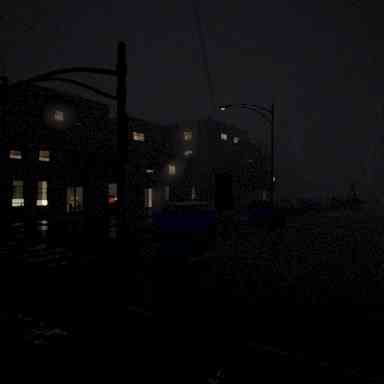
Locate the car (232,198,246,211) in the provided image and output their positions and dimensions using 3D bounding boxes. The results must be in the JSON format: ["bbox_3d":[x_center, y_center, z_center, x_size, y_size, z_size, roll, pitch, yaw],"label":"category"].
[{"bbox_3d":[5.636,1.505,40.590,1.967,1.590,4.097,0,0,35],"label":"car"}]

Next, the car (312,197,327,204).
[{"bbox_3d":[27.691,1.727,72.122,1.752,1.417,4.829,0,0,35],"label":"car"}]

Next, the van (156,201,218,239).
[{"bbox_3d":[-0.167,1.406,17.672,1.690,1.788,3.998,0,0,35],"label":"van"}]

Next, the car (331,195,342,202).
[{"bbox_3d":[37.284,1.711,85.836,1.967,1.590,4.097,0,0,35],"label":"car"}]

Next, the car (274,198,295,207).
[{"bbox_3d":[15.130,1.664,54.163,1.887,1.381,4.507,0,0,35],"label":"car"}]

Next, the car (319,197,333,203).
[{"bbox_3d":[30.953,1.791,76.787,1.947,1.339,4.313,0,0,35],"label":"car"}]

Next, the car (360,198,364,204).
[{"bbox_3d":[28.414,1.747,58.534,1.752,1.417,4.829,0,0,35],"label":"car"}]

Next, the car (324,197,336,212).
[{"bbox_3d":[15.755,1.670,40.435,1.752,1.417,4.829,0,0,35],"label":"car"}]

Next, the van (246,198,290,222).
[{"bbox_3d":[6.163,1.435,26.722,1.690,1.788,3.998,0,0,35],"label":"van"}]

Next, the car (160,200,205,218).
[{"bbox_3d":[-0.792,1.557,31.400,1.752,1.417,4.829,0,0,35],"label":"car"}]

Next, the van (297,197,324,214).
[{"bbox_3d":[12.493,1.468,35.771,1.690,1.788,3.998,0,0,35],"label":"van"}]

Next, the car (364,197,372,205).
[{"bbox_3d":[34.646,1.809,67.444,1.887,1.381,4.507,0,0,35],"label":"car"}]

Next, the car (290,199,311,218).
[{"bbox_3d":[9.327,1.655,31.245,1.887,1.381,4.507,0,0,35],"label":"car"}]

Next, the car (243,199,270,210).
[{"bbox_3d":[8.800,1.627,45.114,1.887,1.381,4.507,0,0,35],"label":"car"}]

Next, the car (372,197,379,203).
[{"bbox_3d":[44.141,1.898,81.018,1.947,1.339,4.313,0,0,35],"label":"car"}]

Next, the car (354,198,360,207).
[{"bbox_3d":[25.153,1.516,53.871,2.192,1.841,5.009,0,0,35],"label":"car"}]

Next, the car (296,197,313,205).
[{"bbox_3d":[21.459,1.704,63.212,1.887,1.381,4.507,0,0,35],"label":"car"}]

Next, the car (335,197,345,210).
[{"bbox_3d":[18.821,1.728,44.820,1.947,1.339,4.313,0,0,35],"label":"car"}]

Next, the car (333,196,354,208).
[{"bbox_3d":[21.988,1.496,49.346,2.192,1.841,5.009,0,0,35],"label":"car"}]
